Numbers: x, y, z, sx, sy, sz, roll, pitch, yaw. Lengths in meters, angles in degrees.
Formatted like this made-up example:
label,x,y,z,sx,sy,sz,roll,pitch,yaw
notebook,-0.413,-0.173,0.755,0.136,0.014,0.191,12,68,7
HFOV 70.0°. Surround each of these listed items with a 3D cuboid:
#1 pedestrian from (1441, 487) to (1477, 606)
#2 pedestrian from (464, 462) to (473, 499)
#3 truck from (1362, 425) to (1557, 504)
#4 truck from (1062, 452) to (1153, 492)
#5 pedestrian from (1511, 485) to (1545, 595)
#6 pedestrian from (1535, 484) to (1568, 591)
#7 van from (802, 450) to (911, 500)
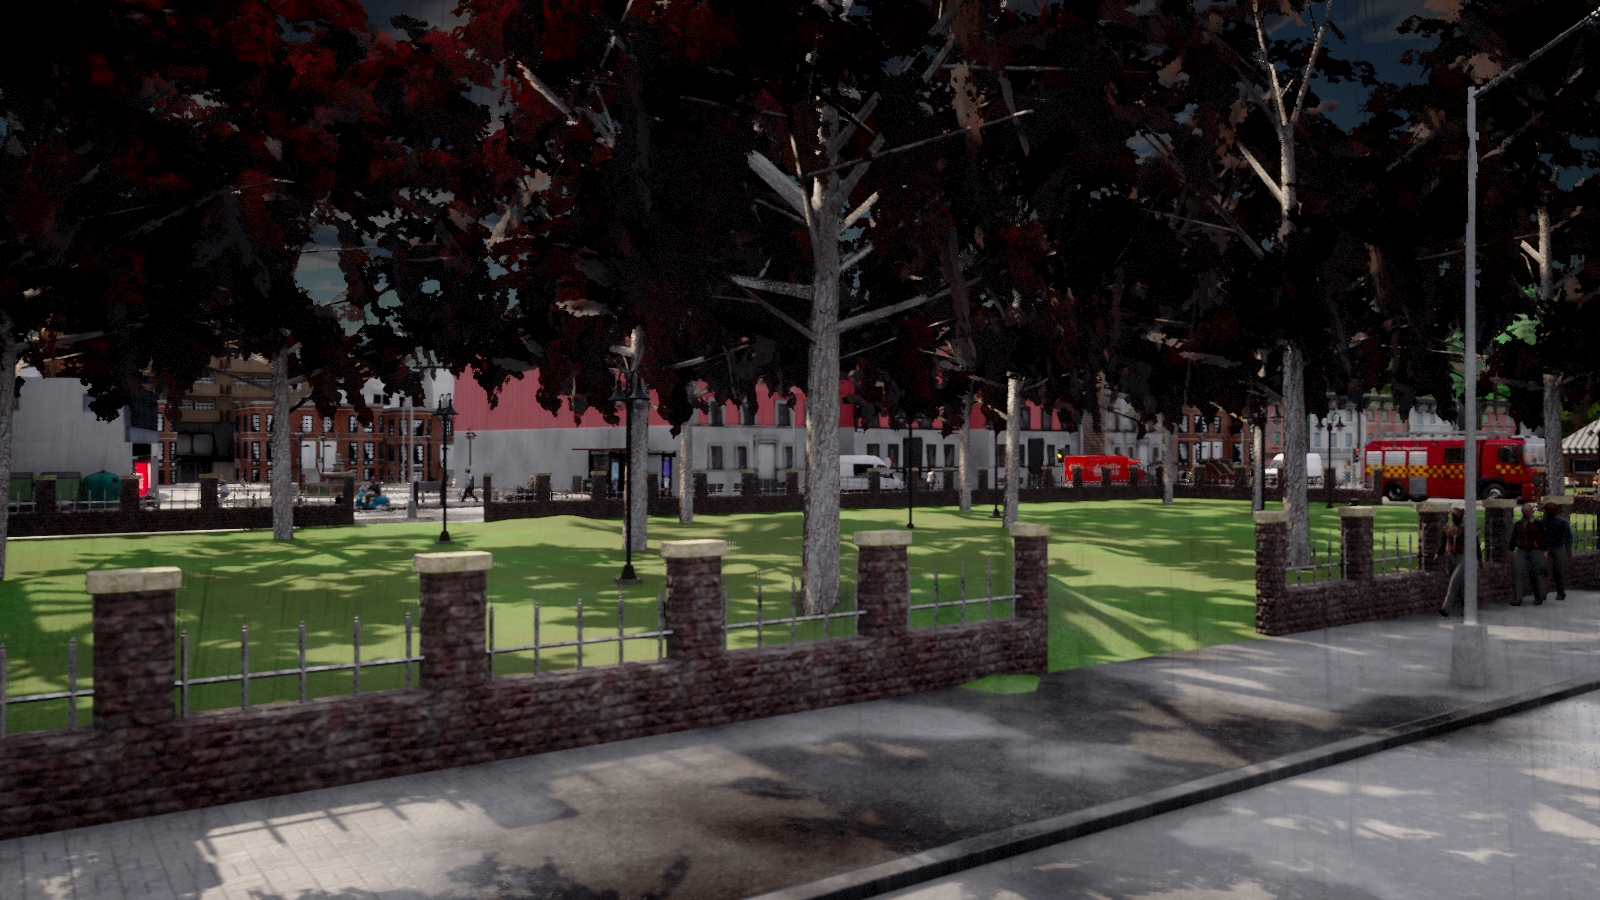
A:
label,x,y,z,sx,sy,sz,roll,pitch,yaw
pedestrian,10.584,1.536,18.342,0.375,1.860,0.375,0,0,-34
pedestrian,-16.757,1.537,57.799,0.375,1.860,0.375,0,0,-4
truck,34.427,0.707,60.060,2.891,3.827,8.468,0,0,-34
truck,19.631,1.380,72.973,5.204,2.467,2.627,0,0,-26
pedestrian,12.524,1.538,19.658,0.375,1.860,0.375,0,0,-34
pedestrian,13.327,1.538,20.260,0.375,1.860,0.375,0,0,-35
van,3.097,1.334,61.881,5.915,2.561,1.988,1,0,-35
